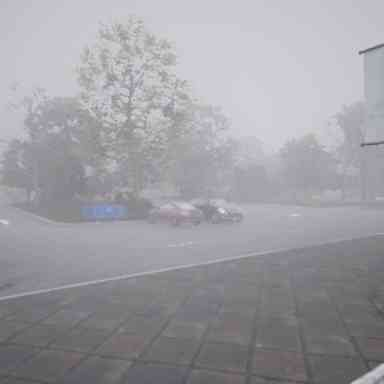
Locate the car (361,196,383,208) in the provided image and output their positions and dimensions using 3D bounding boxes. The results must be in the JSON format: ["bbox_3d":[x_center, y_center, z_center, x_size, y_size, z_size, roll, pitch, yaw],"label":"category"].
[{"bbox_3d":[21.344,1.133,37.153,2.002,1.452,4.674,-1,0,-35],"label":"car"}]

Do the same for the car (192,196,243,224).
[{"bbox_3d":[1.455,1.160,23.127,2.185,1.767,4.553,-1,0,-36],"label":"car"}]

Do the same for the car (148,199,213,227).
[{"bbox_3d":[-1.090,1.353,21.239,2.002,1.452,4.674,-1,0,-36],"label":"car"}]
